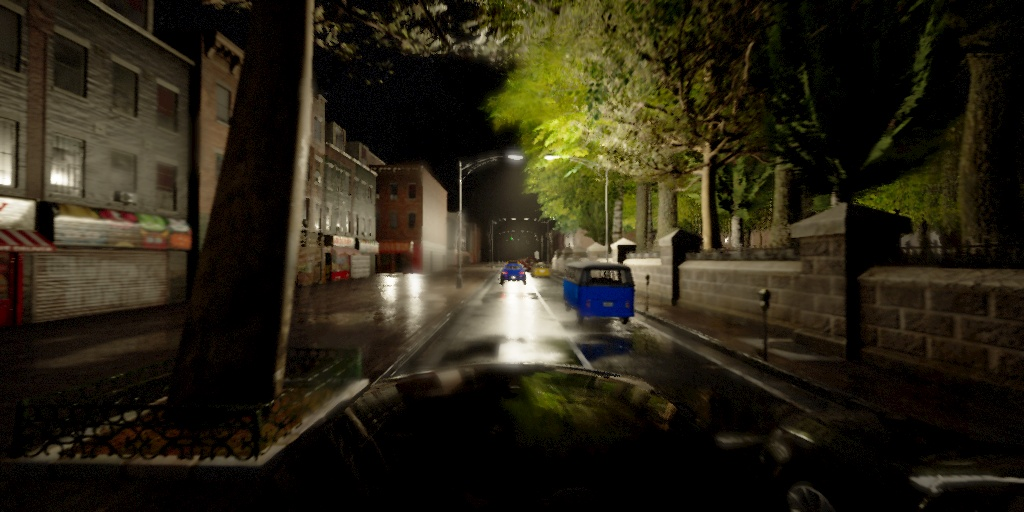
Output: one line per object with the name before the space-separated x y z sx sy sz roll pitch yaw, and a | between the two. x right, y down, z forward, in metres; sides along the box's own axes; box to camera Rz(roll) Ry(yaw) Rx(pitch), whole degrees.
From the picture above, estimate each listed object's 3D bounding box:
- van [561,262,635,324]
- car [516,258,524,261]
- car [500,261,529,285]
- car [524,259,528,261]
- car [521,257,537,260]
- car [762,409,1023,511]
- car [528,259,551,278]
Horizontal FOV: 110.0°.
van | 2.638 1.097 11.722 1.690 1.789 3.998 0 0 0
car | 0.102 1.278 41.762 1.882 1.535 5.008 0 0 0
car | 0.101 1.298 26.642 1.812 1.442 4.674 0 0 0
car | 2.639 1.389 44.418 1.802 1.307 4.207 0 0 0
car | 2.639 1.135 49.866 2.192 1.841 5.009 0 0 0
car | 2.638 1.300 0.823 2.007 1.370 4.403 0 0 0
car | 2.639 1.309 33.689 1.751 1.417 4.829 0 0 0
